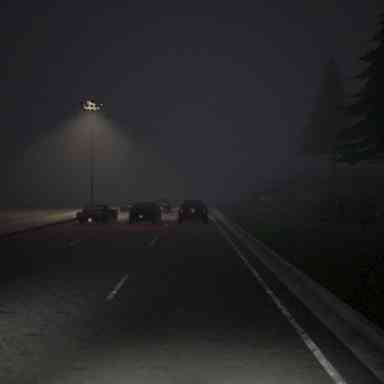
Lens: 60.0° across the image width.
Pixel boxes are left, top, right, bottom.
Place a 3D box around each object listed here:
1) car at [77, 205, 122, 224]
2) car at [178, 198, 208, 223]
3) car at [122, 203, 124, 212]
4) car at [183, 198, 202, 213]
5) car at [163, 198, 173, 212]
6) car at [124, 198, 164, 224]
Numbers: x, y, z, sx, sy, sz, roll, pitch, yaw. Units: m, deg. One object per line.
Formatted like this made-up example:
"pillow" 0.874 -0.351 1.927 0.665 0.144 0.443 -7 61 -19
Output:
"car" -6.919 1.600 24.844 1.895 1.301 4.718 0 0 0
"car" 0.081 1.353 25.464 2.097 1.767 4.553 0 0 0
"car" -6.907 1.564 38.520 1.994 1.385 4.181 0 0 1
"car" 0.097 1.492 38.832 2.128 1.511 4.902 0 0 1
"car" -3.401 1.505 38.698 1.837 1.490 4.892 0 0 1
"car" -3.421 1.477 24.856 1.882 1.535 5.008 0 0 0
